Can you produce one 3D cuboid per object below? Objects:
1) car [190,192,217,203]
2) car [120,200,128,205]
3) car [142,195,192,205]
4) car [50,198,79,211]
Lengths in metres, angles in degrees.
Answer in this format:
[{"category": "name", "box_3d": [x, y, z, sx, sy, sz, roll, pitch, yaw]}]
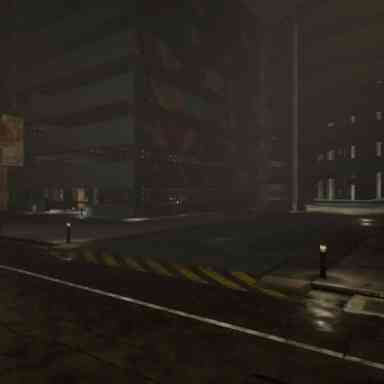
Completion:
[{"category": "car", "box_3d": [1.952, 1.021, 62.991, 5.566, 2.045, 2.435, 0, 0, 35]}, {"category": "car", "box_3d": [-8.023, 1.455, 47.389, 4.718, 1.301, 1.895, 0, 0, 35]}, {"category": "car", "box_3d": [-2.701, 1.315, 34.487, 4.674, 1.452, 2.002, 0, 0, 35]}, {"category": "car", "box_3d": [-15.045, 1.405, 38.146, 4.786, 1.482, 2.161, 0, 0, 35]}]
